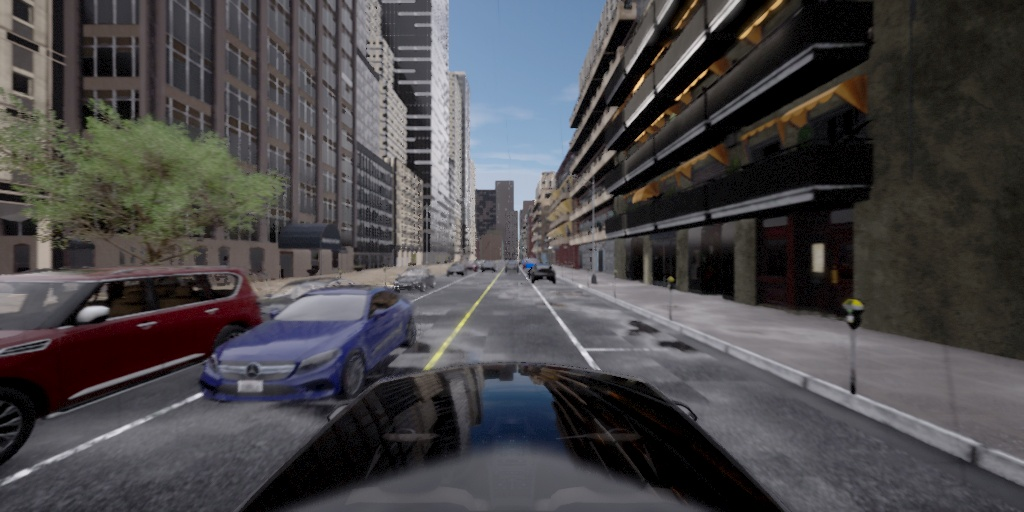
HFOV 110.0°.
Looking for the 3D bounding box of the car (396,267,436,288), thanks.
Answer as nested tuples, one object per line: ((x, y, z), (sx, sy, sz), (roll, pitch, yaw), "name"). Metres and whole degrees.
((-5.694, 1.362, 21.362), (2.007, 1.370, 4.403), (0, 0, 0), "car")

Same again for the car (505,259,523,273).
((0.014, 1.394, 47.552), (2.128, 1.511, 4.902), (0, 0, 0), "car")

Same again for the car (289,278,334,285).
((-5.693, 1.327, 10.317), (2.007, 1.370, 4.403), (0, 0, 0), "car")

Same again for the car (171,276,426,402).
((-3.102, 1.291, 6.581), (1.812, 1.442, 4.674), (0, 0, 0), "car")

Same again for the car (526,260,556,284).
((2.353, 1.337, 28.263), (1.837, 1.490, 4.892), (0, 0, 0), "car")

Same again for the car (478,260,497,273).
((-3.082, 1.406, 47.970), (1.837, 1.490, 4.892), (0, 0, 0), "car")

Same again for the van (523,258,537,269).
((2.687, 1.248, 48.976), (1.690, 1.789, 3.998), (0, 0, 0), "van")

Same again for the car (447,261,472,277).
((-5.694, 1.432, 37.930), (1.948, 1.339, 4.313), (0, 0, 0), "car")

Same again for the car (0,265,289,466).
((-5.693, 1.074, 4.793), (2.192, 1.841, 5.009), (0, 0, 0), "car")

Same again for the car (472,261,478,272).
((-5.694, 1.347, 48.977), (1.967, 1.591, 4.097), (0, 0, 0), "car")
